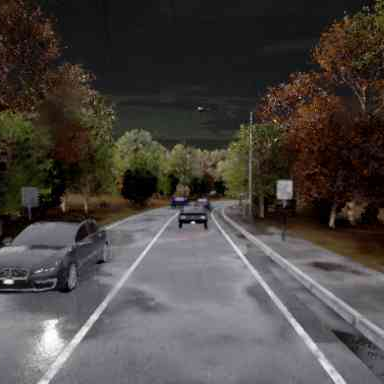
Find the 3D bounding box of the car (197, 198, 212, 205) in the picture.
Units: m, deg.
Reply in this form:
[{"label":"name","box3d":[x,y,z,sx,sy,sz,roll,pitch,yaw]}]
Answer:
[{"label":"car","box3d":[1.508,1.518,43.779,1.812,1.442,4.674,1,0,8]}]

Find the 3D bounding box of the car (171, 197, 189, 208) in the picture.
[{"label":"car","box3d":[-1.656,1.425,47.513,1.882,1.535,5.008,1,0,10]}]

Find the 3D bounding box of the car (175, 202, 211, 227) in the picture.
[{"label":"car","box3d":[0.089,1.585,22.565,1.895,1.301,4.718,0,0,1]}]

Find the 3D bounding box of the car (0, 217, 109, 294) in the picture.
[{"label":"car","box3d":[-3.585,1.498,8.954,1.837,1.490,4.892,0,0,0]}]
